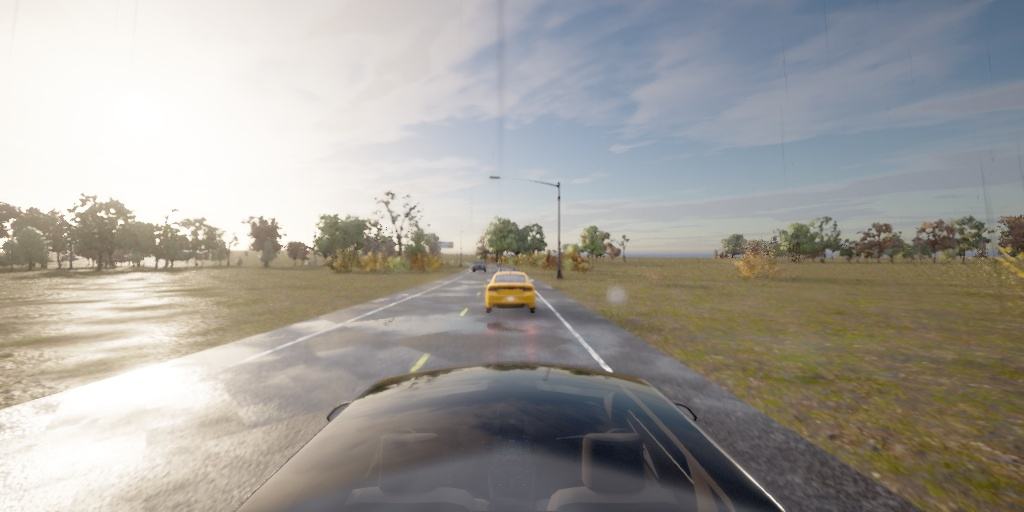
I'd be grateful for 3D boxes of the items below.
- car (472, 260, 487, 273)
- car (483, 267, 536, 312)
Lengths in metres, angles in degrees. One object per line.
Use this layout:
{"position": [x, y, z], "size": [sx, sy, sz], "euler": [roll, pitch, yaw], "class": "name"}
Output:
{"position": [-5.296, 1.691, 58.960], "size": [2.150, 2.045, 5.566], "euler": [0, -1, -3], "class": "car"}
{"position": [-0.064, 1.399, 15.192], "size": [1.882, 1.535, 5.008], "euler": [0, -1, -1], "class": "car"}
